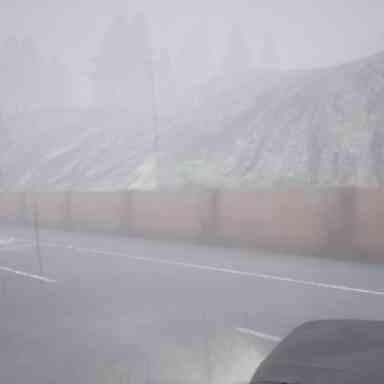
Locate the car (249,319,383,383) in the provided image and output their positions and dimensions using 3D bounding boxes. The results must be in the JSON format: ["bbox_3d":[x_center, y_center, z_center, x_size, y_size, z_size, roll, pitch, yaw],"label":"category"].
[{"bbox_3d":[2.974,1.535,1.856,5.357,1.411,2.033,0,0,36],"label":"car"}]
